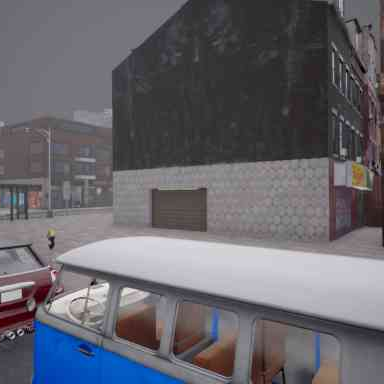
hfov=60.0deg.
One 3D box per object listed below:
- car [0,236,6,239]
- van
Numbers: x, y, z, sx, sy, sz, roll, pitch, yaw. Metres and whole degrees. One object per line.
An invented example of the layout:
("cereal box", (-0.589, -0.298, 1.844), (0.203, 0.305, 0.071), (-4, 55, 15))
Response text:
("car", (-4.043, 1.442, 5.659), (4.097, 1.590, 1.967), (0, 0, 35))
("van", (0.402, 1.341, 2.527), (3.998, 1.788, 1.690), (0, 0, 35))
